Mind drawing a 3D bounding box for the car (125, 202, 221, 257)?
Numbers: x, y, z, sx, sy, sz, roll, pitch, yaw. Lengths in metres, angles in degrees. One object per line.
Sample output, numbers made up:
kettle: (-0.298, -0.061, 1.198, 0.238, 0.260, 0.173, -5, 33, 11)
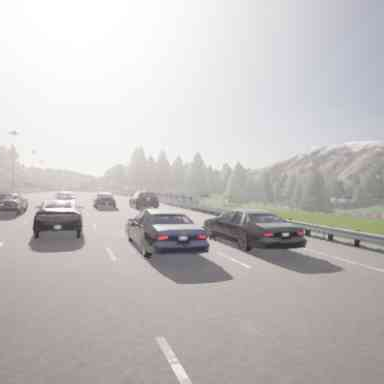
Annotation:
car: (-1.112, 1.306, 11.880, 2.033, 1.411, 5.357, 1, 1, -20)

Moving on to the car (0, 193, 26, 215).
car: (-12.873, 0.795, 23.518, 2.033, 1.411, 5.357, 1, 1, -20)

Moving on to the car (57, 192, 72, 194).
car: (-11.615, 0.682, 30.260, 1.812, 1.442, 4.674, 1, 1, -20)

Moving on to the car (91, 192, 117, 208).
car: (-8.334, 0.747, 31.484, 1.812, 1.442, 4.674, 2, 1, -20)

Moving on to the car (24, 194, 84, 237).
car: (-5.994, 1.068, 15.059, 2.128, 1.511, 4.902, 1, 1, -20)

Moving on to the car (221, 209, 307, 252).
car: (2.166, 1.365, 13.104, 2.033, 1.411, 5.357, 1, 1, -20)

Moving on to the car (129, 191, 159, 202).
car: (-4.611, 0.664, 31.511, 2.097, 1.767, 4.553, 1, 1, -20)
